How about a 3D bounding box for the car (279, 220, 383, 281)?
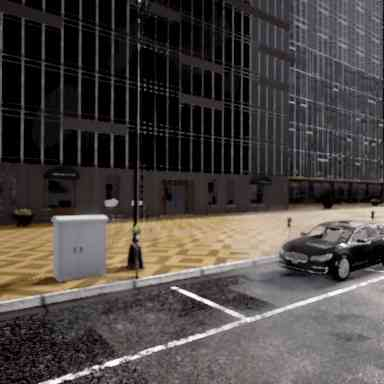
[{"bbox_3d":[4.389,1.531,9.690,4.403,1.369,2.008,0,1,-36],"label":"car"}]
